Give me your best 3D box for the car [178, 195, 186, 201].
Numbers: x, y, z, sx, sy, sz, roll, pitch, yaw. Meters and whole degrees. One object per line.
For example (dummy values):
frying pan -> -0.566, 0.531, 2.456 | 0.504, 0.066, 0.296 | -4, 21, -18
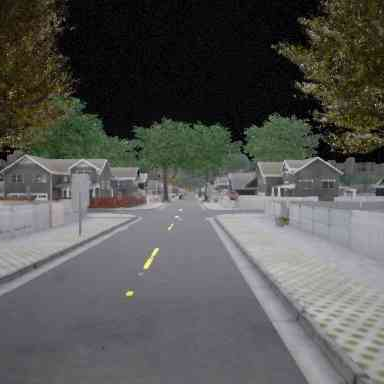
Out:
car -> -2.751, 1.586, 91.965 | 1.837, 1.490, 4.892 | 0, 0, 0
